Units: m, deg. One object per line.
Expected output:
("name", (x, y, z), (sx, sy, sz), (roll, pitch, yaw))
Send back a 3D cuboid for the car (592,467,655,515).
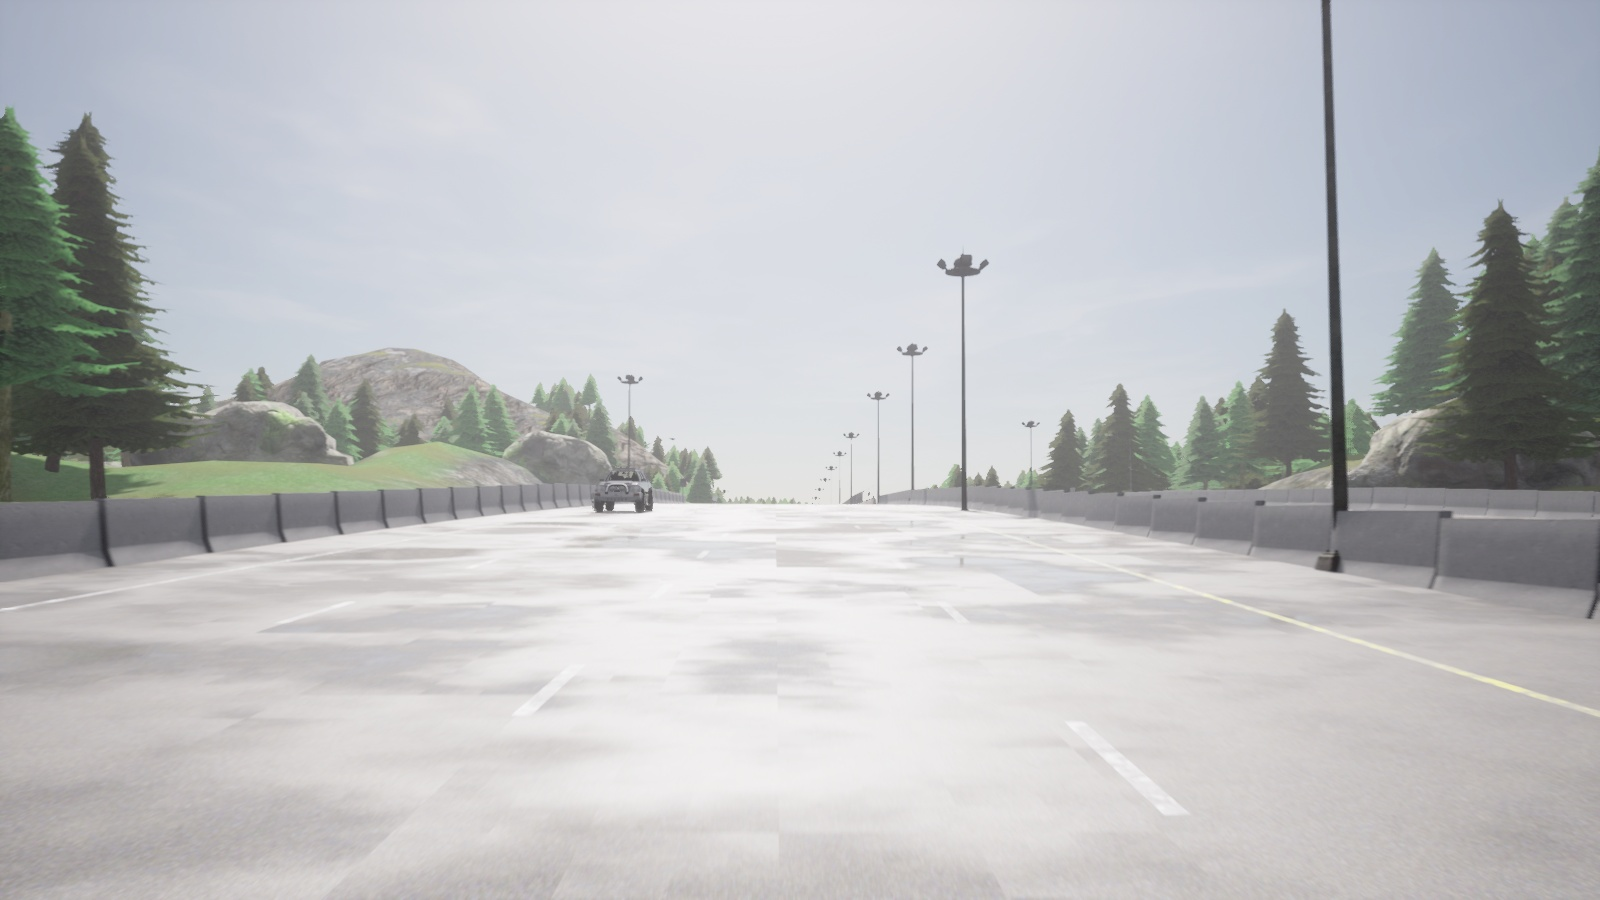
("car", (-7.125, 1.654, 51.130), (1.932, 1.855, 4.605), (0, -1, 0))
